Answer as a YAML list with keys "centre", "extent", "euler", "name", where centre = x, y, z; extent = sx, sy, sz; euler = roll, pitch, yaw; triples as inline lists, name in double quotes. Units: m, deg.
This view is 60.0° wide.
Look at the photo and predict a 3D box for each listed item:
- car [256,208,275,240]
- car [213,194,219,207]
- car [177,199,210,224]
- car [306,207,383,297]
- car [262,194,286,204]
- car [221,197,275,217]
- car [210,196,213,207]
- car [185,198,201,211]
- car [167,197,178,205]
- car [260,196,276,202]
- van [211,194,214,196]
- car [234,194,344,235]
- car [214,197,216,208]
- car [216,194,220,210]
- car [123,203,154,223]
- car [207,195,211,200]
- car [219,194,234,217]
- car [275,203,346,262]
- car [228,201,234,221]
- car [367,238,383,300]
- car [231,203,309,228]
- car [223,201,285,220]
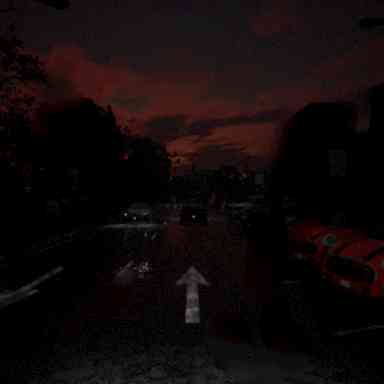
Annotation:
- centre: [5.323, 1.543, 13.785]
  extent: [4.674, 1.452, 2.002]
  euler: [1, 0, -20]
  name: "car"
- centre: [5.431, 1.461, 40.812]
  extent: [4.553, 1.767, 2.185]
  euler: [1, 0, -20]
  name: "car"
- centre: [0.114, 1.521, 25.078]
  extent: [1.882, 1.535, 5.008]
  euler: [0, 0, 0]
  name: "car"
- centre: [5.346, 1.368, 7.787]
  extent: [4.553, 1.767, 2.185]
  euler: [1, 0, -20]
  name: "car"
- centre: [18.381, 1.490, 74.845]
  extent: [2.435, 2.045, 5.566]
  euler: [0, 0, -21]
  name: "car"
- centre: [5.346, 1.425, 31.794]
  extent: [4.553, 1.767, 2.185]
  euler: [1, 0, -20]
  name: "car"
- centre: [5.393, 1.598, 43.815]
  extent: [5.008, 1.535, 2.097]
  euler: [1, -1, -20]
  name: "car"
- centre: [0.126, 1.613, 42.791]
  extent: [1.837, 1.490, 4.892]
  euler: [0, 0, 0]
  name: "car"
- centre: [-3.941, 1.671, 66.889]
  extent: [1.882, 1.535, 5.008]
  euler: [0, 0, 1]
  name: "car"
- centre: [20.979, 1.850, 91.904]
  extent: [2.163, 1.488, 4.792]
  euler: [0, -1, -21]
  name: "car"
- centre: [5.514, 1.387, 46.861]
  extent: [4.442, 1.987, 1.878]
  euler: [1, -1, -20]
  name: "van"
- centre: [5.325, 1.257, 16.764]
  extent: [5.566, 2.045, 2.435]
  euler: [1, 0, -20]
  name: "car"
- centre: [5.392, 1.614, 37.803]
  extent: [4.674, 1.452, 2.002]
  euler: [1, 0, -20]
  name: "car"
- centre: [5.354, 1.436, 34.795]
  extent: [4.553, 1.767, 2.185]
  euler: [1, 0, -20]
  name: "car"
- centre: [-4.052, 1.571, 25.749]
  extent: [1.812, 1.442, 4.674]
  euler: [0, 0, 0]
  name: "car"
- centre: [5.225, 1.631, 52.759]
  extent: [5.366, 1.575, 1.946]
  euler: [1, 0, -20]
  name: "car"
- centre: [5.338, 1.280, 25.780]
  extent: [5.566, 2.045, 2.435]
  euler: [1, 0, -20]
  name: "car"
- centre: [5.352, 1.372, 10.789]
  extent: [4.553, 1.767, 2.185]
  euler: [1, 0, -20]
  name: "car"
- centre: [5.169, 1.510, 19.721]
  extent: [5.366, 1.575, 1.946]
  euler: [1, 0, -20]
  name: "car"
- centre: [5.281, 1.519, 4.767]
  extent: [4.792, 1.488, 2.163]
  euler: [1, 0, -20]
  name: "car"
- centre: [5.323, 1.552, 22.778]
  extent: [4.792, 1.488, 2.163]
  euler: [1, 0, -20]
  name: "car"
- centre: [5.344, 1.570, 28.779]
  extent: [4.792, 1.488, 2.163]
  euler: [1, 0, -20]
  name: "car"
